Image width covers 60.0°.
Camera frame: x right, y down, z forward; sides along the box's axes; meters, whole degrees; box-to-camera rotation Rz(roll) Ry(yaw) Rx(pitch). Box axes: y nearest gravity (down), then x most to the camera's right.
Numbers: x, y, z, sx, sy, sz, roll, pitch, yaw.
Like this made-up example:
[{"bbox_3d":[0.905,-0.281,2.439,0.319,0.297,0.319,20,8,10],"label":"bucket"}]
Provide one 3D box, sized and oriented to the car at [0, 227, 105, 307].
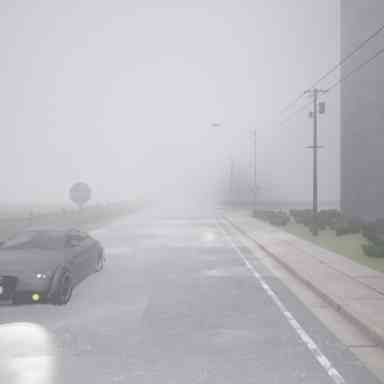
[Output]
[{"bbox_3d":[-3.499,1.557,7.914,1.994,1.385,4.181,0,0,0],"label":"car"}]
